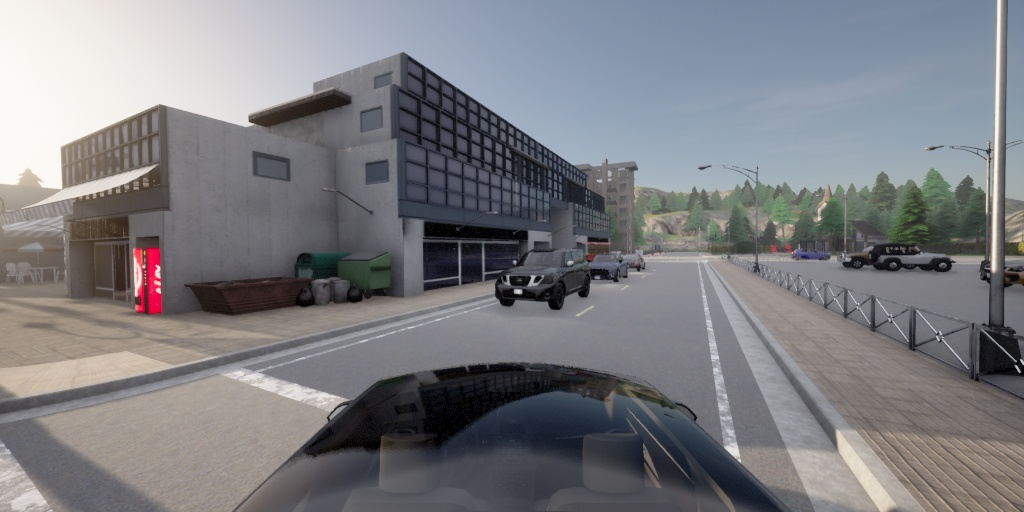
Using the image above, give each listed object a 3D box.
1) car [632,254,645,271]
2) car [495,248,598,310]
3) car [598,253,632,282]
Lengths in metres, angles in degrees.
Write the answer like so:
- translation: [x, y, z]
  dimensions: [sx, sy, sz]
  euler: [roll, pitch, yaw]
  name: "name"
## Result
- translation: [10.607, 0.534, 31.729]
  dimensions: [1.812, 1.442, 4.674]
  euler: [0, 1, 27]
  name: "car"
- translation: [1.449, 0.720, 13.872]
  dimensions: [2.150, 2.045, 5.566]
  euler: [0, 1, 27]
  name: "car"
- translation: [5.936, 0.610, 22.626]
  dimensions: [2.097, 1.767, 4.553]
  euler: [0, 1, 27]
  name: "car"
